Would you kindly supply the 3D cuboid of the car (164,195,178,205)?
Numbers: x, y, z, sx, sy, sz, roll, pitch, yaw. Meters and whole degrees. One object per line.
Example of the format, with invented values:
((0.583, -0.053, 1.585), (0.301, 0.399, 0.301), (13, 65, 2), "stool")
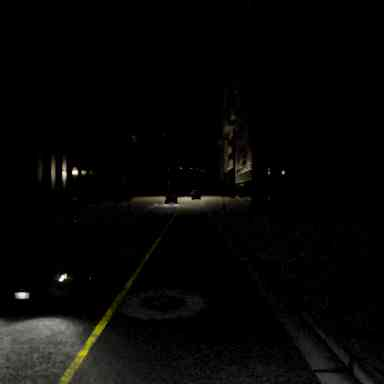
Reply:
((-3.085, 1.130, 50.115), (1.812, 1.442, 4.674), (0, 0, 0), "car")

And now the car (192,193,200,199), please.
((0.892, 0.929, 77.637), (1.812, 1.442, 4.674), (0, 0, 0), "car")

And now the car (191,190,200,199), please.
((0.892, 0.589, 83.665), (2.150, 2.045, 5.566), (0, 0, 0), "car")

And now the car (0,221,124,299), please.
((-3.101, 1.490, 8.731), (2.033, 1.411, 5.357), (0, 0, 0), "car")

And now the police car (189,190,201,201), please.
((0.893, 0.897, 67.745), (1.930, 1.638, 5.238), (0, 0, 0), "police car")
